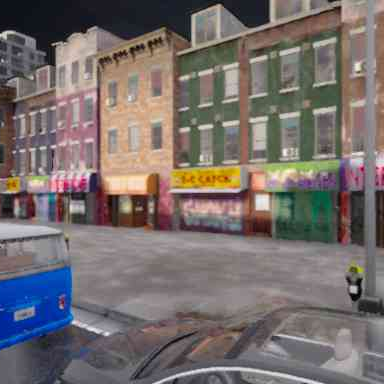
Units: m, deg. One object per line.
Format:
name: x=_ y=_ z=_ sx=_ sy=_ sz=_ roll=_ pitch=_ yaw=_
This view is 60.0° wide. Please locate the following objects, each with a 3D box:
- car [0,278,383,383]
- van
car: x=0.764 y=1.554 z=2.262 sx=4.403 sy=1.369 sz=2.008 roll=0 pitch=0 yaw=35
van: x=-3.694 y=1.369 z=5.441 sx=3.998 sy=1.788 sz=1.690 roll=0 pitch=0 yaw=35
